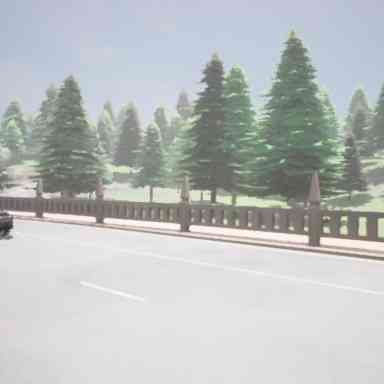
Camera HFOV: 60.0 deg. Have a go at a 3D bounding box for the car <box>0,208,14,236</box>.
[{"bbox_3d":[-10.204,1.250,15.299,4.902,1.511,2.128,1,1,33],"label":"car"}]
